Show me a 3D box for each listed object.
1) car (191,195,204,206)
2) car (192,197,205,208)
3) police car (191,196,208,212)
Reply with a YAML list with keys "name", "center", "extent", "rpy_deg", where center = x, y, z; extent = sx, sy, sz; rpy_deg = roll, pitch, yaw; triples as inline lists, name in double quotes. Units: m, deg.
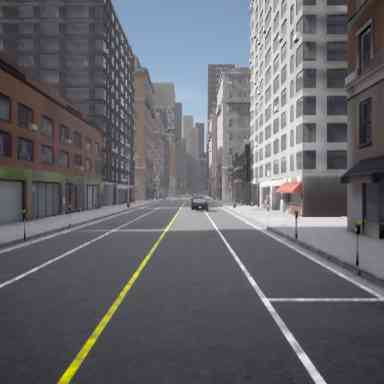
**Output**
- name: "car"
  center: [0.897, 1.379, 55.009]
  extent: [2.097, 1.767, 4.553]
  rpy_deg: [0, 0, 0]
- name: "car"
  center: [0.900, 1.496, 49.040]
  extent: [1.882, 1.535, 5.008]
  rpy_deg: [0, 0, 0]
- name: "police car"
  center: [0.900, 1.434, 39.150]
  extent: [1.930, 1.638, 5.238]
  rpy_deg: [0, 0, 0]
